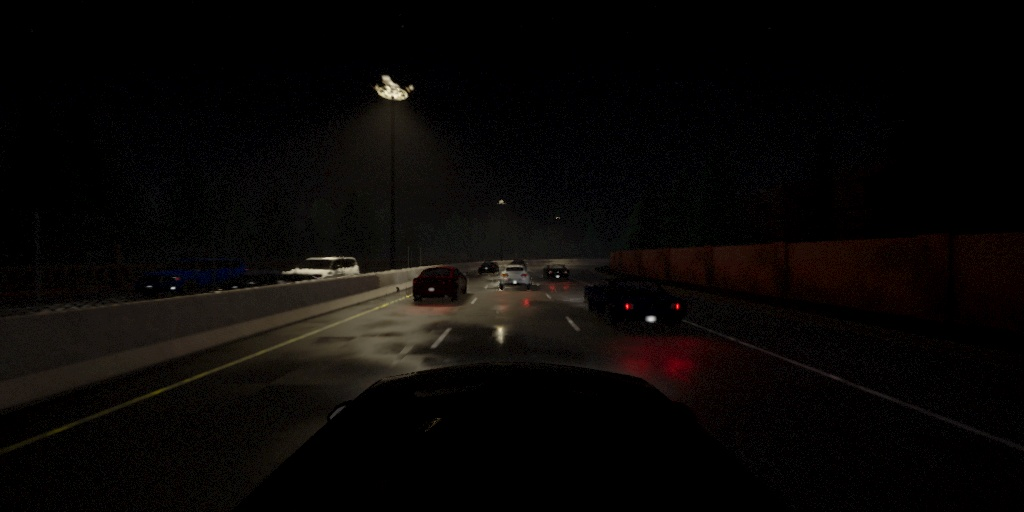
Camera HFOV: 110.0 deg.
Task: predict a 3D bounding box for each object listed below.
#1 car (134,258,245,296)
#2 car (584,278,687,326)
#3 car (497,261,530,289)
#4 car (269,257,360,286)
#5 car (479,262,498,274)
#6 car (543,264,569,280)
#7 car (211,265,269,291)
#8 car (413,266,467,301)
[{"bbox_3d":[-17.436,1.118,20.007,2.150,2.045,5.566,0,0,0],"label":"car"},{"bbox_3d":[3.635,1.345,11.564,1.895,1.301,4.718,0,0,0],"label":"car"},{"bbox_3d":[0.180,1.282,23.264,1.812,1.442,4.674,0,0,0],"label":"car"},{"bbox_3d":[-10.436,1.058,19.983,2.150,2.045,5.566,0,0,0],"label":"car"},{"bbox_3d":[-2.661,1.334,42.494,1.994,1.385,4.181,0,0,6],"label":"car"},{"bbox_3d":[3.735,1.350,31.143,1.895,1.301,4.718,0,0,1],"label":"car"},{"bbox_3d":[-13.936,1.394,20.025,1.994,1.385,4.181,0,0,0],"label":"car"},{"bbox_3d":[-3.346,1.241,17.397,1.882,1.535,5.008,0,0,0],"label":"car"}]
